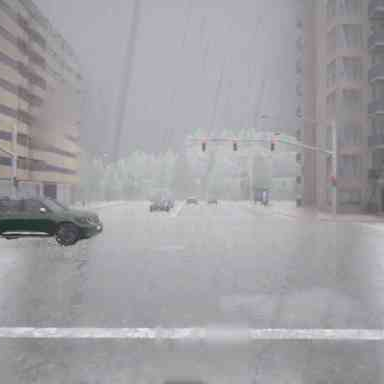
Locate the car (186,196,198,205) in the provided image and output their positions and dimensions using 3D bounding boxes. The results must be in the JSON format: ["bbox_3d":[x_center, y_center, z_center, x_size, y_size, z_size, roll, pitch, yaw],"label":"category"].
[{"bbox_3d":[-0.024,1.507,60.009,1.812,1.442,4.674,0,0,0],"label":"car"}]

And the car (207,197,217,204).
[{"bbox_3d":[3.720,1.528,60.779,2.033,1.411,5.357,0,0,4],"label":"car"}]

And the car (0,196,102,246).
[{"bbox_3d":[-6.889,1.216,14.695,5.566,2.045,2.150,0,0,1],"label":"car"}]

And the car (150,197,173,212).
[{"bbox_3d":[-3.614,1.340,38.279,2.097,1.767,4.553,0,0,0],"label":"car"}]
